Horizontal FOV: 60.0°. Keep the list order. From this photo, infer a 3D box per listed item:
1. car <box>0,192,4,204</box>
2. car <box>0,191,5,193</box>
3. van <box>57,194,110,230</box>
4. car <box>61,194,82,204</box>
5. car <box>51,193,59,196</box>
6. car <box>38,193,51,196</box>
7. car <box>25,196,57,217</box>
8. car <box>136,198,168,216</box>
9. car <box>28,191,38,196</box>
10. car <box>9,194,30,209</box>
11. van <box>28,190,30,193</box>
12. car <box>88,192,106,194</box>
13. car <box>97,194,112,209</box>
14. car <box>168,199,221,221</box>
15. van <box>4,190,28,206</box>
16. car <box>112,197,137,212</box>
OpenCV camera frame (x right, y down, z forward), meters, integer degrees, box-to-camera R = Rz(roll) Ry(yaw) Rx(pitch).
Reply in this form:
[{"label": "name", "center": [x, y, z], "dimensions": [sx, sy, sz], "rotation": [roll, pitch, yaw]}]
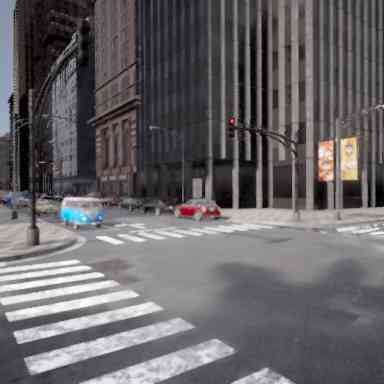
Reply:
[{"label": "car", "center": [-26.096, 1.122, 47.786], "dimensions": [1.887, 1.381, 4.507], "rotation": [0, 0, -35]}, {"label": "car", "center": [-29.332, 0.839, 52.382], "dimensions": [2.192, 1.841, 5.009], "rotation": [0, 0, -35]}, {"label": "van", "center": [-6.665, 1.225, 20.194], "dimensions": [1.690, 1.788, 3.998], "rotation": [0, 0, -35]}, {"label": "car", "center": [-19.126, 1.053, 52.696], "dimensions": [1.887, 1.381, 4.507], "rotation": [0, 0, -35]}, {"label": "car", "center": [-22.365, 1.021, 57.294], "dimensions": [1.947, 1.339, 4.313], "rotation": [0, 0, -35]}, {"label": "car", "center": [-28.841, 0.914, 66.491], "dimensions": [1.947, 1.339, 4.313], "rotation": [0, 0, -35]}, {"label": "car", "center": [-13.045, 1.310, 29.253], "dimensions": [1.752, 1.417, 4.829], "rotation": [0, 0, -35]}, {"label": "car", "center": [-2.934, 1.331, 29.702], "dimensions": [1.947, 1.339, 4.313], "rotation": [0, 0, -35]}, {"label": "car", "center": [-35.319, 0.822, 75.689], "dimensions": [1.802, 1.307, 4.206], "rotation": [0, 1, -35]}, {"label": "car", "center": [-19.619, 1.263, 38.589], "dimensions": [1.802, 1.307, 4.206], "rotation": [0, 0, -35]}, {"label": "van", "center": [-41.793, 0.469, 84.884], "dimensions": [1.690, 1.788, 3.998], "rotation": [0, 1, -35]}, {"label": "car", "center": [-12.648, 0.927, 43.497], "dimensions": [2.192, 1.841, 5.009], "rotation": [0, 0, -35]}, {"label": "car", "center": [-9.411, 1.208, 38.900], "dimensions": [1.887, 1.381, 4.507], "rotation": [0, 0, -35]}, {"label": "car", "center": [0.305, 1.255, 25.103], "dimensions": [1.967, 1.590, 4.097], "rotation": [0, 0, -35]}, {"label": "van", "center": [-22.856, 0.970, 43.186], "dimensions": [1.690, 1.788, 3.998], "rotation": [0, 0, -35]}, {"label": "car", "center": [-6.173, 1.265, 34.301], "dimensions": [2.008, 1.369, 4.403], "rotation": [0, 0, -35]}]
